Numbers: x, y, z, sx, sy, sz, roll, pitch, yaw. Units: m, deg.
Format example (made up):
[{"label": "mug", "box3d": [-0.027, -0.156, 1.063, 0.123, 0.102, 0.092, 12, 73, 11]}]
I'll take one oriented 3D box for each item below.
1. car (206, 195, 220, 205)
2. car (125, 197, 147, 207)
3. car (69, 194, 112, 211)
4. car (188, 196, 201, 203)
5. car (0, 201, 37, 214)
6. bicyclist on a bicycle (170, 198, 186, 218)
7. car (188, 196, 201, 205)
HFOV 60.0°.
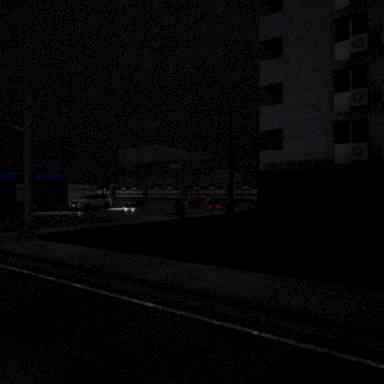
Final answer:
[{"label": "car", "box3d": [3.916, 1.524, 58.460, 1.812, 1.442, 4.674, 0, 0, 4]}, {"label": "car", "box3d": [-8.353, 1.490, 49.988, 2.128, 1.511, 4.902, 0, 0, 15]}, {"label": "car", "box3d": [-12.300, 1.220, 40.713, 2.150, 2.045, 5.566, 0, 0, 29]}, {"label": "car", "box3d": [0.388, 1.562, 67.462, 1.994, 1.385, 4.181, 0, 0, -8]}, {"label": "car", "box3d": [-17.886, 1.599, 32.461, 1.895, 1.301, 4.718, 0, 0, 35]}, {"label": "bicyclist on a bicycle", "box3d": [-1.169, 1.300, 27.291, 1.656, 1.620, 0.582, 0, 0, 36]}, {"label": "car", "box3d": [0.444, 1.563, 59.051, 1.994, 1.385, 4.181, 0, 0, 4]}]
